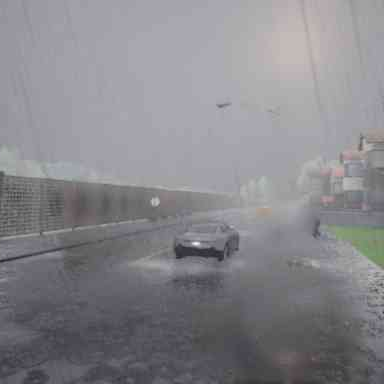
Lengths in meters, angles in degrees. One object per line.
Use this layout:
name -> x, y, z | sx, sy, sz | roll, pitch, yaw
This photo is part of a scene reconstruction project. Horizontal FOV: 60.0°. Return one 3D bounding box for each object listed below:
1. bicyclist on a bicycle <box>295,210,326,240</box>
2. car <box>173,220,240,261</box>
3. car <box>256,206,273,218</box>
bicyclist on a bicycle -> 6.666, 1.873, 18.743 | 1.656, 1.620, 0.582 | 1, -1, 16
car -> 0.737, 1.864, 13.748 | 1.994, 1.385, 4.181 | 1, -1, 17
car -> 9.458, 2.548, 43.223 | 1.882, 1.535, 5.008 | 1, -1, 17
